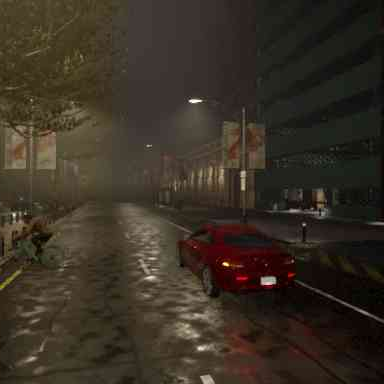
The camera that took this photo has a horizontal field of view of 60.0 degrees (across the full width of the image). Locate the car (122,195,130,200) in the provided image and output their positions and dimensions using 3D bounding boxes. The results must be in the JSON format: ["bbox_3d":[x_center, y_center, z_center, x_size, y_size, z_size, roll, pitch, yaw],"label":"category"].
[{"bbox_3d":[-18.375,1.595,92.758,1.895,1.301,4.718,0,0,-15],"label":"car"}]

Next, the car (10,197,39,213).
[{"bbox_3d":[-18.984,1.564,37.535,1.994,1.385,4.181,0,0,-15],"label":"car"}]

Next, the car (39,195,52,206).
[{"bbox_3d":[-23.091,1.353,52.967,2.097,1.767,4.553,0,0,-15],"label":"car"}]

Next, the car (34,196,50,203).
[{"bbox_3d":[-30.674,1.540,68.100,2.033,1.411,5.357,0,0,-15],"label":"car"}]

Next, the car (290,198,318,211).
[{"bbox_3d":[12.642,1.413,38.946,2.161,1.482,4.786,0,0,-15],"label":"car"}]

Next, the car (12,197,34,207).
[{"bbox_3d":[-26.682,1.547,52.799,2.033,1.411,5.357,0,0,-14],"label":"car"}]

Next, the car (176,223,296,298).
[{"bbox_3d":[0.863,1.526,8.553,1.812,1.442,4.674,0,0,-15],"label":"car"}]

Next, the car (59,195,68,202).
[{"bbox_3d":[-26.936,1.500,67.669,1.837,1.490,4.892,0,0,-15],"label":"car"}]

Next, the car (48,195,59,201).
[{"bbox_3d":[-34.679,1.466,83.084,1.882,1.535,5.008,0,0,-15],"label":"car"}]

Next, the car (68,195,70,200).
[{"bbox_3d":[-30.973,1.473,82.774,1.882,1.535,5.008,0,0,-15],"label":"car"}]

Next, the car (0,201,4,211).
[{"bbox_3d":[-22.397,1.477,36.751,1.882,1.535,5.008,0,0,-15],"label":"car"}]

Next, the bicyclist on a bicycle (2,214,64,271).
[{"bbox_3d":[-4.551,1.453,9.574,1.656,1.620,0.582,0,0,-15],"label":"bicyclist on a bicycle"}]

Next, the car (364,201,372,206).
[{"bbox_3d":[23.954,1.463,41.554,1.895,1.301,4.718,0,0,-15],"label":"car"}]
